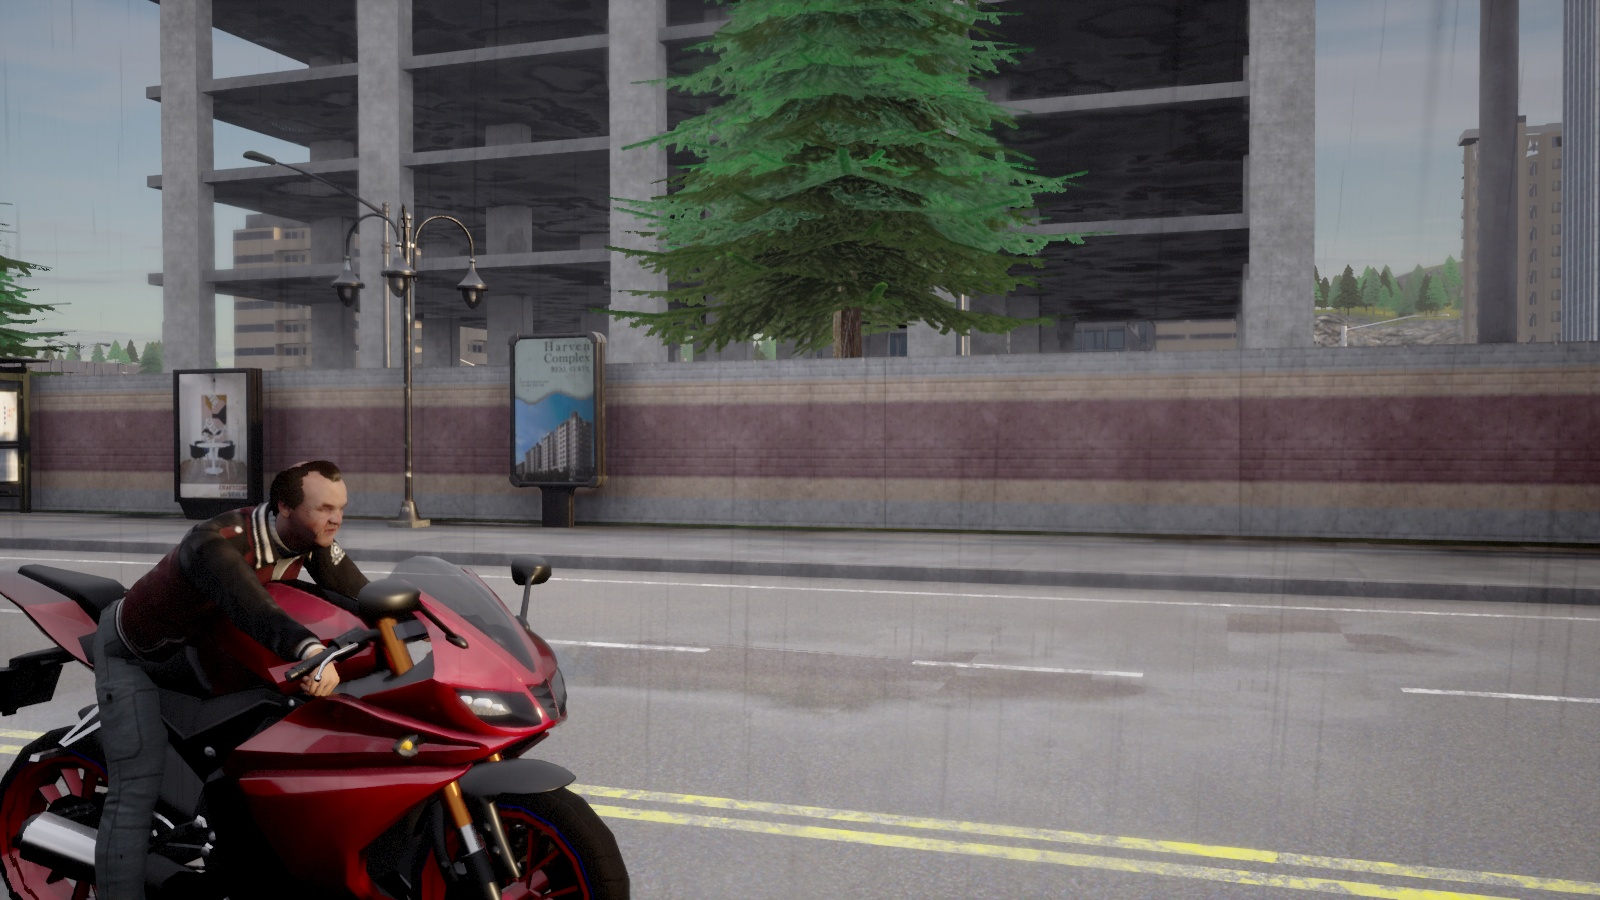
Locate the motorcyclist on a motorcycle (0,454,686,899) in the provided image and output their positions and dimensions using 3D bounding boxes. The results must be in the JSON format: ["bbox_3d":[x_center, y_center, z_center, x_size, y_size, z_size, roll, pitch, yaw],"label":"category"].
[{"bbox_3d":[-1.520,0.797,3.704,2.191,1.530,0.866,1,1,19],"label":"motorcyclist on a motorcycle"}]
